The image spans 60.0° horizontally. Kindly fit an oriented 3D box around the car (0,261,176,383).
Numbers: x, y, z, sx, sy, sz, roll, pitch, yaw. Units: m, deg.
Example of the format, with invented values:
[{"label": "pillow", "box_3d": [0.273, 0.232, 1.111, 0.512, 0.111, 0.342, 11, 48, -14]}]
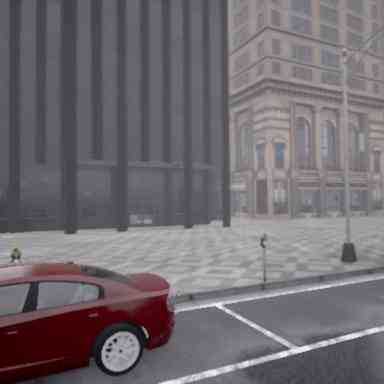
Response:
[{"label": "car", "box_3d": [-2.441, 1.695, 4.493, 4.507, 1.381, 1.887, 0, -2, -26]}]
